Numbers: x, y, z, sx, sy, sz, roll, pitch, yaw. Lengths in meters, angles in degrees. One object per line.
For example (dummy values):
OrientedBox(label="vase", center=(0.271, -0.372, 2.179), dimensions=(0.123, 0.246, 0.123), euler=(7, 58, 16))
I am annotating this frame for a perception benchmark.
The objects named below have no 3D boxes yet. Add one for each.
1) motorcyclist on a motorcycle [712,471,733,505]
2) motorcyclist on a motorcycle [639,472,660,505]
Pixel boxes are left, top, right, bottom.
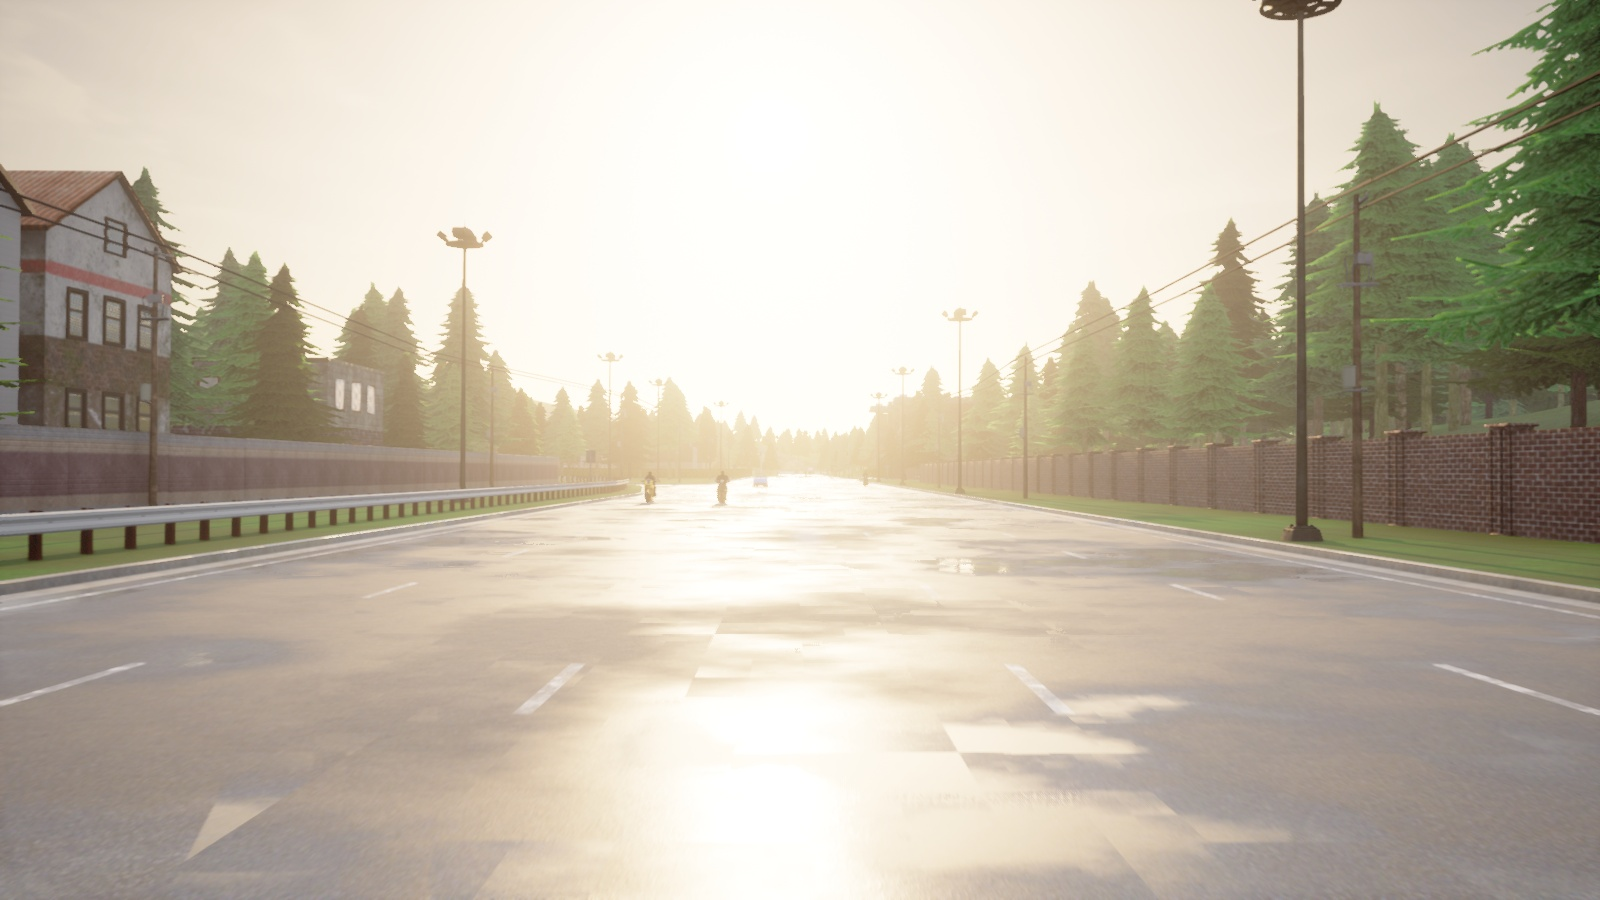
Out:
OrientedBox(label="motorcyclist on a motorcycle", center=(-3.642, 1.771, 59.030), dimensions=(0.866, 1.590, 1.817), euler=(0, -1, 0))
OrientedBox(label="motorcyclist on a motorcycle", center=(-7.143, 1.824, 59.679), dimensions=(0.797, 1.523, 2.044), euler=(0, -1, 0))
